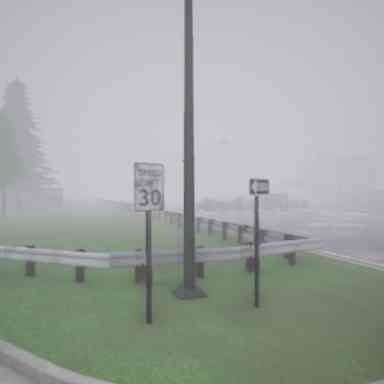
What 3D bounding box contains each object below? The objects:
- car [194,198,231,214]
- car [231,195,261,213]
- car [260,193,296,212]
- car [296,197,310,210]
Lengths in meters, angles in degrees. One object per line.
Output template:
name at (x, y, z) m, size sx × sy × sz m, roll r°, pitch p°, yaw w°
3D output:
car at (1.665, 1.372, 34.437) m, size 2.128 × 1.511 × 4.902 m, roll 0°, pitch 0°, yaw -22°
car at (4.914, 1.360, 35.740) m, size 2.128 × 1.511 × 4.902 m, roll 0°, pitch 0°, yaw -22°
car at (8.385, 1.079, 36.482) m, size 2.150 × 2.045 × 5.566 m, roll 0°, pitch 0°, yaw -22°
car at (11.411, 1.335, 38.337) m, size 2.128 × 1.511 × 4.902 m, roll 0°, pitch 0°, yaw -22°
